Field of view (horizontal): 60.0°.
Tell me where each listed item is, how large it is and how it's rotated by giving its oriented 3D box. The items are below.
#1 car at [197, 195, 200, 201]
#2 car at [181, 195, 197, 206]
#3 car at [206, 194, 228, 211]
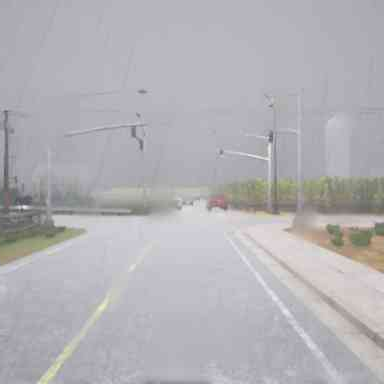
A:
[{"bbox_3d":[0.997,1.422,82.185,1.882,1.535,5.008,0,0,-3],"label":"car"},{"bbox_3d":[-0.739,1.469,52.636,2.128,1.511,4.902,0,0,-2],"label":"car"},{"bbox_3d":[2.998,1.211,40.818,2.150,2.045,5.566,0,0,-3],"label":"car"}]
